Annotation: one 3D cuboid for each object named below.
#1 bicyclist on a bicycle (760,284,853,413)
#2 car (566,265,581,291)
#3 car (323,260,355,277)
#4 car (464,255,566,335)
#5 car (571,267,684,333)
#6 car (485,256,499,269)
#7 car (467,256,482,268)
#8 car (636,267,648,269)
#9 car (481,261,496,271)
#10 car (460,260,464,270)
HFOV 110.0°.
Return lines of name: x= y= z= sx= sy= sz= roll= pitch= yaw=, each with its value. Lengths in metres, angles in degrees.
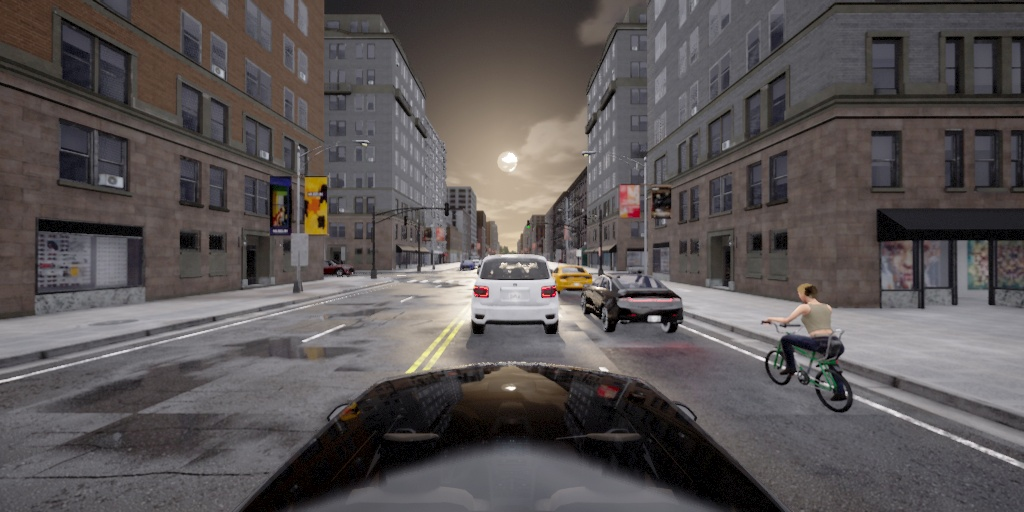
bicyclist on a bicycle: x=4.129 y=1.192 z=5.093 sx=0.866 sy=1.612 sz=1.509 roll=0 pitch=0 yaw=0
car: x=3.217 y=1.258 z=20.289 sx=1.882 sy=1.535 sz=5.008 roll=0 pitch=0 yaw=0
car: x=-18.162 y=1.138 z=35.801 sx=4.553 sy=1.767 sz=2.097 roll=0 pitch=0 yaw=0
car: x=0.082 y=0.986 z=10.710 sx=2.150 sy=2.045 sz=5.566 roll=0 pitch=0 yaw=0
car: x=3.326 y=1.256 z=10.782 sx=2.128 sy=1.511 sz=4.902 roll=0 pitch=0 yaw=0
car: x=-3.428 y=1.080 z=62.387 sx=2.150 sy=2.045 sz=5.566 roll=0 pitch=0 yaw=0
car: x=-6.668 y=1.083 z=64.001 sx=2.150 sy=2.045 sz=5.566 roll=0 pitch=0 yaw=0
car: x=14.987 y=1.464 z=38.664 sx=4.718 sy=1.301 sz=1.895 roll=0 pitch=0 yaw=1
car: x=-3.426 y=1.406 z=53.045 sx=1.994 sy=1.385 sz=4.181 roll=0 pitch=0 yaw=0
car: x=-6.684 y=1.322 z=54.056 sx=1.882 sy=1.535 sz=5.008 roll=0 pitch=0 yaw=0
